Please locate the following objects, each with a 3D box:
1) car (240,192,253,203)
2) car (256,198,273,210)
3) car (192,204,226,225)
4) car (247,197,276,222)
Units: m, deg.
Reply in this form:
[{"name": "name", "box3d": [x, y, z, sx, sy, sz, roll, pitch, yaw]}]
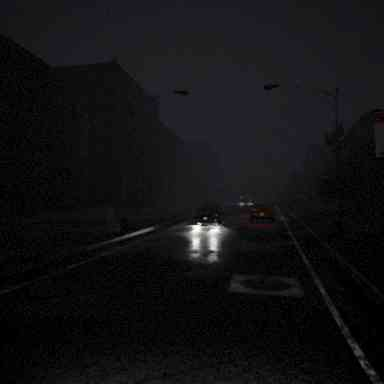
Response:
[{"name": "car", "box3d": [10.700, 1.032, 65.009, 2.150, 2.045, 5.566, 0, 1, 13]}, {"name": "car", "box3d": [9.447, 1.498, 43.334, 1.994, 1.385, 4.181, 0, 0, 13]}, {"name": "car", "box3d": [1.320, 1.576, 24.354, 1.994, 1.385, 4.181, 0, 0, 13]}, {"name": "car", "box3d": [5.746, 1.490, 27.117, 1.882, 1.535, 5.008, 0, 0, 13]}]
